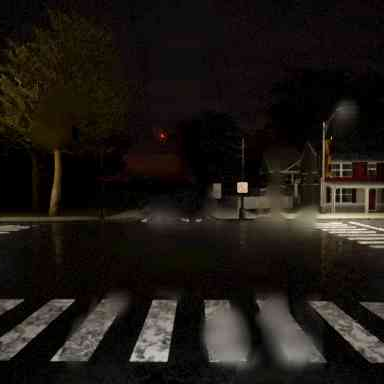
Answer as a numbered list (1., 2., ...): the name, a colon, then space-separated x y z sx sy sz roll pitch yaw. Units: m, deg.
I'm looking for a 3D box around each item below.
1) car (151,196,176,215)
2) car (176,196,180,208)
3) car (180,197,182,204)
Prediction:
1. car: -2.982 1.447 33.834 1.882 1.535 5.008 0 0 0
2. car: -2.945 1.460 44.136 1.837 1.490 4.892 0 0 0
3. car: -2.845 1.468 62.022 2.033 1.411 5.357 0 0 1
